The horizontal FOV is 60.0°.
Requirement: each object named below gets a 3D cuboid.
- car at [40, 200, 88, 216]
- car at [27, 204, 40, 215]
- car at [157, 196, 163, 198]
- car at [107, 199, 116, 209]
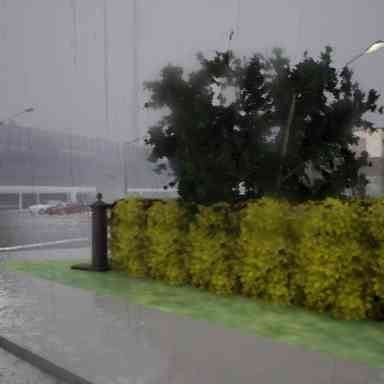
[{"bbox_3d":[-12.694,1.667,33.805,1.994,1.385,4.181,0,0,35],"label":"car"},{"bbox_3d":[-15.417,1.648,36.040,1.812,1.442,4.674,-1,0,33],"label":"car"},{"bbox_3d":[-4.983,1.407,50.892,1.812,1.442,4.674,0,1,35],"label":"car"},{"bbox_3d":[-10.183,1.651,43.481,1.895,1.301,4.718,-1,1,35],"label":"car"}]
